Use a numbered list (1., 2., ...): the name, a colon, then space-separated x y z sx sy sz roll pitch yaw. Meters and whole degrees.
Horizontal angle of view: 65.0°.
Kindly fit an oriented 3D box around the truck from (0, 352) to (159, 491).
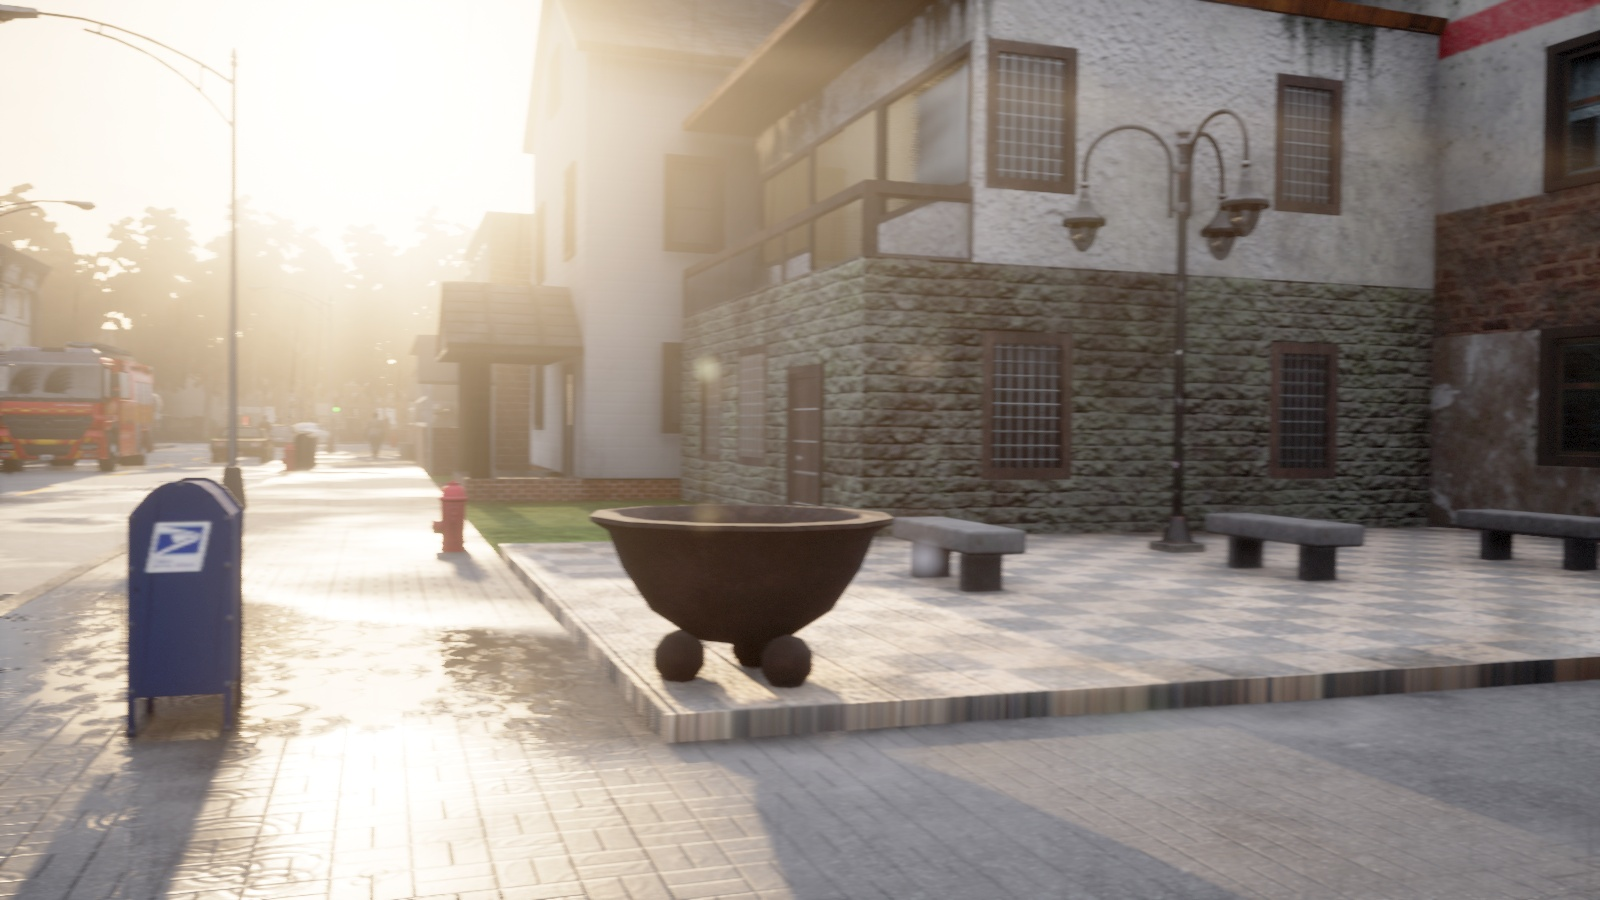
1. truck: -22.193 -0.866 38.871 2.891 3.827 8.468 -1 1 -18

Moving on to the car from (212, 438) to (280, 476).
1. car: -20.663 0.234 46.995 1.895 1.301 4.718 -1 1 -18

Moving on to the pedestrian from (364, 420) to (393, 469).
1. pedestrian: -16.194 -0.225 48.277 0.874 1.855 0.900 -1 1 -6

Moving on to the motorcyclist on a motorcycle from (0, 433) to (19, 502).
1. motorcyclist on a motorcycle: -18.990 0.397 29.306 0.866 1.590 1.817 -1 1 -18

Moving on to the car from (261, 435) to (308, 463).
1. car: -26.728 -0.079 65.210 1.994 1.385 4.181 -1 1 -18

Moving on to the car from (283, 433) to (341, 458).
1. car: -30.050 -0.311 77.458 1.812 1.442 4.674 -1 1 -1
